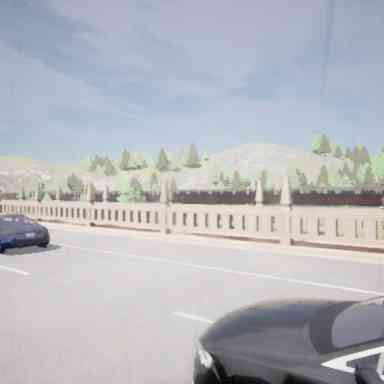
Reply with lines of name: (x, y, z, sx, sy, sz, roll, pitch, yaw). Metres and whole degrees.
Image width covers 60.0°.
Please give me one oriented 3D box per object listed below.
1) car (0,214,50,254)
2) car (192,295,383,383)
car: (-7.782, 1.611, 13.835, 4.181, 1.385, 1.994, 0, 0, 36)
car: (2.232, 1.490, 2.401, 4.902, 1.511, 2.128, 0, 0, 35)
